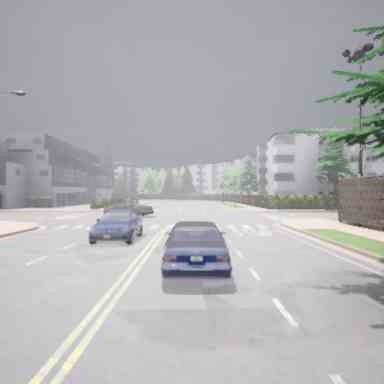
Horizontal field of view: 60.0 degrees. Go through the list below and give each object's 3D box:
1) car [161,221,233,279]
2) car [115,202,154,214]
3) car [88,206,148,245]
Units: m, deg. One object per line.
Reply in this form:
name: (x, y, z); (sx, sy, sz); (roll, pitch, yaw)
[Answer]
car: (0.106, 1.599, 10.178); (2.033, 1.411, 5.357); (0, 0, 0)
car: (-6.394, 1.713, 33.020); (5.357, 1.411, 2.033); (0, 0, 29)
car: (-3.514, 1.606, 16.082); (1.812, 1.442, 4.674); (0, -1, 1)
